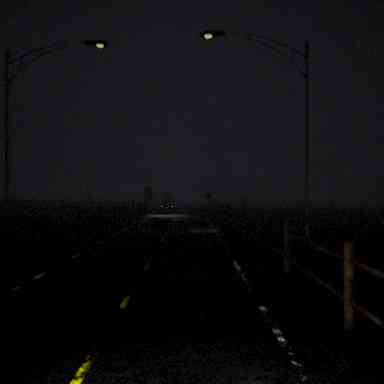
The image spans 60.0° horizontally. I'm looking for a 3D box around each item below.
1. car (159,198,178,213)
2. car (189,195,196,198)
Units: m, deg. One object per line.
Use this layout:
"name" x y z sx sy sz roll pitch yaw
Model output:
"car" -2.749 1.525 39.047 1.837 1.490 4.892 0 0 0
"car" 0.026 1.604 91.531 1.812 1.442 4.674 0 0 0
